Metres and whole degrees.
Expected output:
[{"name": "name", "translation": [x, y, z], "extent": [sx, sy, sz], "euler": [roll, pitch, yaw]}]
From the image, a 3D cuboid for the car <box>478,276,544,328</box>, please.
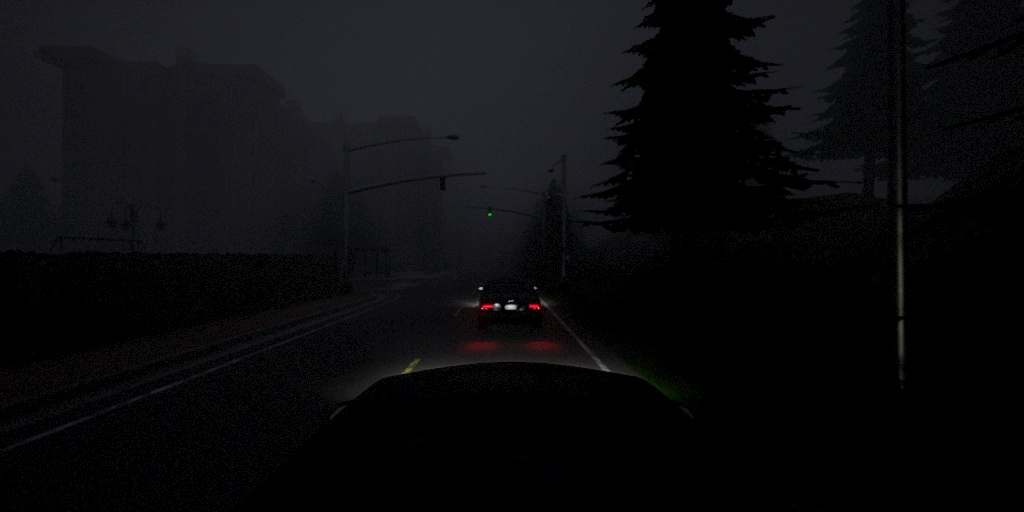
[{"name": "car", "translation": [-0.109, 1.353, 11.580], "extent": [2.033, 1.411, 5.357], "euler": [0, 0, -2]}]
